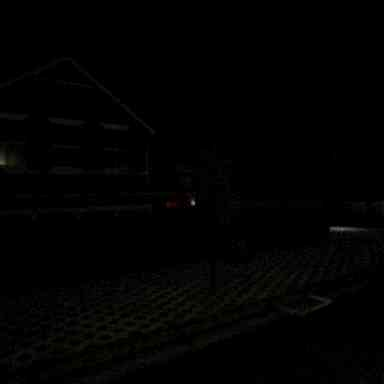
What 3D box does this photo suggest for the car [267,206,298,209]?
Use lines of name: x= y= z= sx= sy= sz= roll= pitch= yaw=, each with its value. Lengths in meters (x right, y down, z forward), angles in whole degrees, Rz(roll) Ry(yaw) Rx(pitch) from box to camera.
car: x=7.008 y=1.773 z=24.197 sx=1.837 sy=1.490 sz=4.892 roll=-1 pitch=0 yaw=-43
